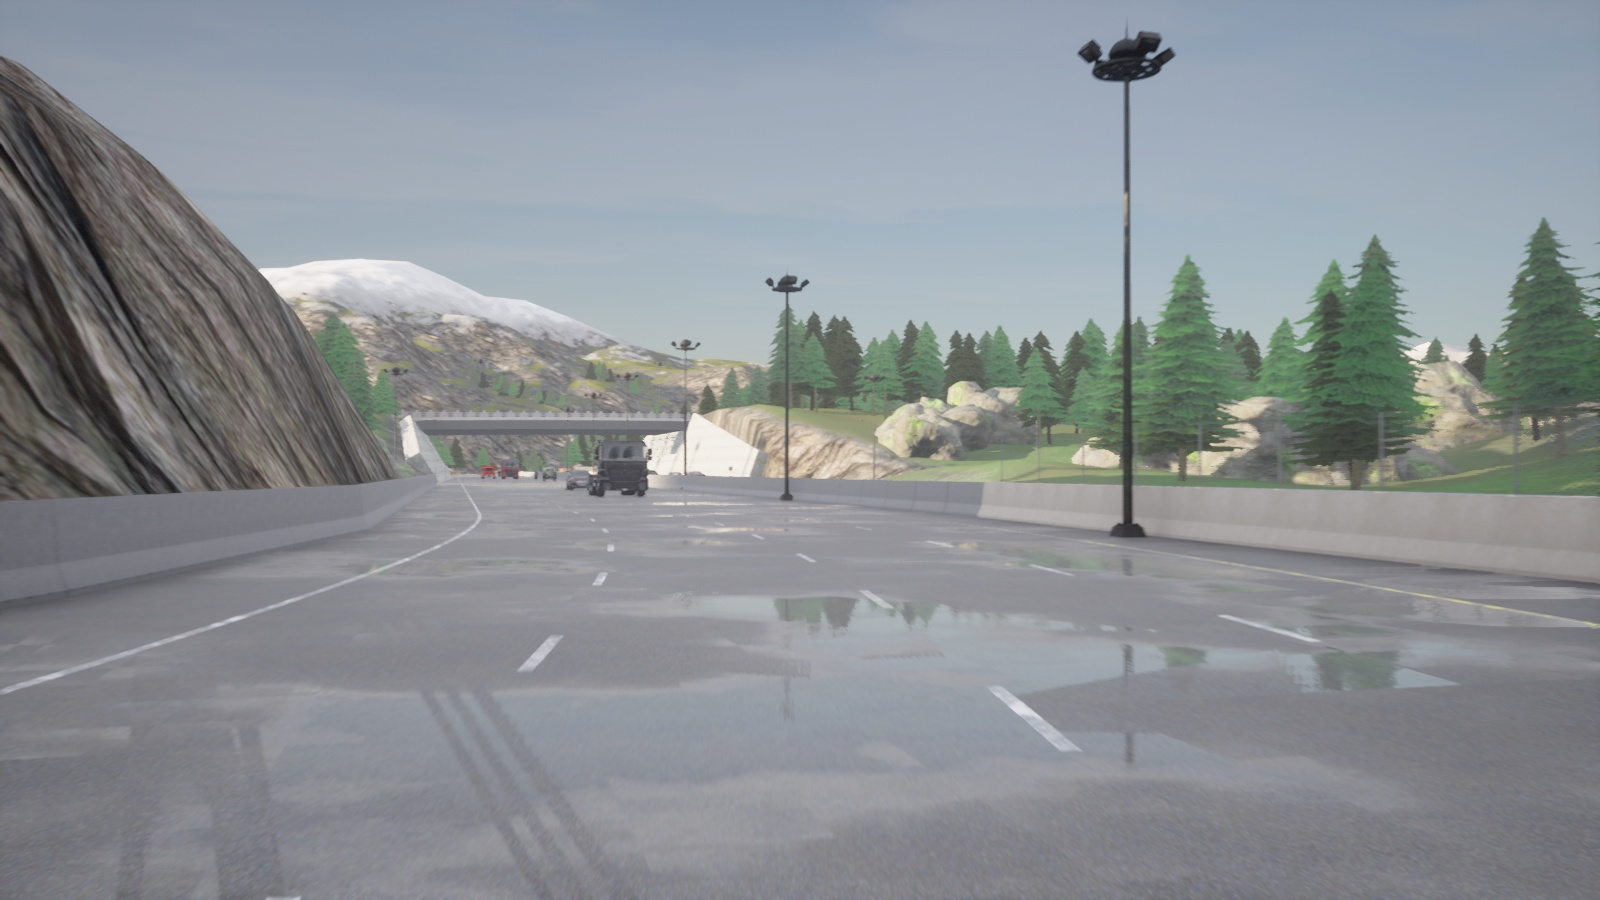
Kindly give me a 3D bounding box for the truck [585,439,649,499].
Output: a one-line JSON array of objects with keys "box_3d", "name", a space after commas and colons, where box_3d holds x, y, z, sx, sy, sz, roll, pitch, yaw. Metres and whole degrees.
[{"box_3d": [-11.329, 1.188, 77.190, 2.891, 3.462, 7.936, 0, -1, -16], "name": "truck"}]
